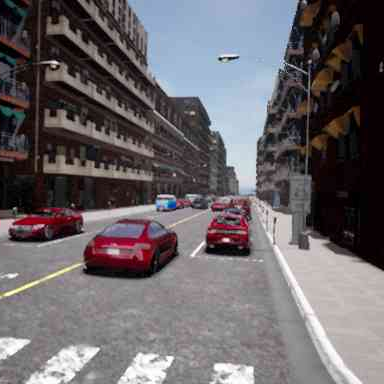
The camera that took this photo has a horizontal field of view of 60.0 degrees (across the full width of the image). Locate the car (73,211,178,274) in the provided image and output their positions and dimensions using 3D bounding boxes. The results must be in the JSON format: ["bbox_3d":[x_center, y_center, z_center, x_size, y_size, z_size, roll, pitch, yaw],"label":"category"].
[{"bbox_3d":[-1.721,1.528,10.592,1.994,1.385,4.181,2,0,10],"label":"car"}]

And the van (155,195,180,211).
[{"bbox_3d":[-2.933,1.262,37.630,1.690,1.788,3.998,1,0,10],"label":"van"}]

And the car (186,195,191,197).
[{"bbox_3d":[-1.071,1.562,48.802,1.802,1.307,4.206,1,0,10],"label":"car"}]

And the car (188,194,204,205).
[{"bbox_3d":[0.765,1.354,59.982,2.192,1.841,5.009,1,0,10],"label":"car"}]

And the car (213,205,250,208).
[{"bbox_3d":[2.480,1.661,19.463,1.947,1.339,4.313,1,0,10],"label":"car"}]

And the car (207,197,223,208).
[{"bbox_3d":[3.498,1.689,41.417,1.994,1.385,4.181,2,0,10],"label":"car"}]

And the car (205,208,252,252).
[{"bbox_3d":[1.602,1.613,14.214,1.887,1.381,4.507,1,0,10],"label":"car"}]

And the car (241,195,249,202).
[{"bbox_3d":[14.640,1.802,92.082,2.192,1.841,5.009,1,0,10],"label":"car"}]

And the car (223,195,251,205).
[{"bbox_3d":[4.355,1.468,30.635,2.192,1.841,5.009,1,0,10],"label":"car"}]

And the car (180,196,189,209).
[{"bbox_3d":[-2.003,1.532,43.216,1.802,1.307,4.206,1,0,10],"label":"car"}]

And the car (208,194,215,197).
[{"bbox_3d":[3.575,1.682,76.738,2.008,1.369,4.403,1,0,10],"label":"car"}]

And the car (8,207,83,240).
[{"bbox_3d":[-6.627,1.389,15.595,1.802,1.307,4.206,1,0,10],"label":"car"}]

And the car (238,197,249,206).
[{"bbox_3d":[9.963,1.772,64.152,1.967,1.590,4.097,1,0,10],"label":"car"}]

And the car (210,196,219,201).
[{"bbox_3d":[6.380,1.791,93.496,1.947,1.339,4.313,1,0,10],"label":"car"}]

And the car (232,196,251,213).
[{"bbox_3d":[6.225,1.526,41.808,2.192,1.841,5.009,1,0,10],"label":"car"}]

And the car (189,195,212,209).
[{"bbox_3d":[1.135,1.555,45.805,1.837,1.490,4.892,2,0,10],"label":"car"}]

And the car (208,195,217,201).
[{"bbox_3d":[5.447,1.634,87.911,1.967,1.590,4.097,1,0,10],"label":"car"}]
